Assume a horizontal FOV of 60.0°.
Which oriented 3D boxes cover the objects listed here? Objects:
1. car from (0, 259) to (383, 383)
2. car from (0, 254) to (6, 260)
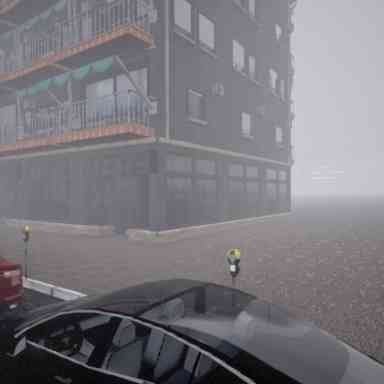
[{"bbox_3d":[-0.486,1.566,3.216,4.313,1.339,1.947,0,0,35],"label":"car"},{"bbox_3d":[-5.081,1.544,6.480,4.507,1.381,1.887,0,0,35],"label":"car"}]
